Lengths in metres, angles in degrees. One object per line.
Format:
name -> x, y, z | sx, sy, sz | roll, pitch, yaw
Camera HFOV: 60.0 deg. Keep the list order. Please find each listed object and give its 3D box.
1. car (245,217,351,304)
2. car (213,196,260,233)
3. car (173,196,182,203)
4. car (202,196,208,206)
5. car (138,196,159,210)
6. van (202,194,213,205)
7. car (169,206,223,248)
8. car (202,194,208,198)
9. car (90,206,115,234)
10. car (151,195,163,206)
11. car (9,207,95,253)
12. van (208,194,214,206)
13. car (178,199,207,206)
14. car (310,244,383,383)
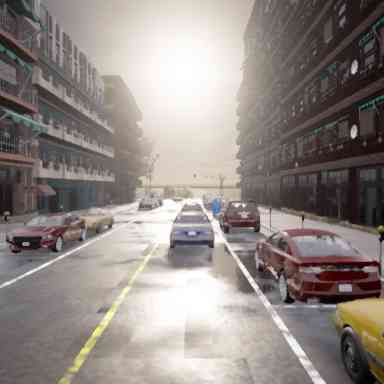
car -> 2.679, 1.539, 8.037 | 1.887, 1.381, 4.507 | -1, 0, 0
car -> 2.675, 1.304, 19.367 | 2.192, 1.841, 5.009 | -1, 0, 0
car -> -3.000, 1.450, 69.603 | 2.033, 1.411, 5.357 | 0, 0, 0
car -> 2.680, 1.521, 42.028 | 2.008, 1.369, 4.403 | -1, 0, 0
car -> -5.701, 1.514, 41.979 | 1.887, 1.381, 4.507 | -1, 0, 0
van -> 2.677, 1.287, 59.021 | 1.690, 1.788, 3.998 | -1, 0, 0
car -> 0.000, 1.556, 14.652 | 2.033, 1.411, 5.357 | 0, 0, 0
car -> 2.678, 1.403, 47.693 | 1.967, 1.590, 4.097 | -1, 0, 0
car -> -5.702, 1.514, 19.146 | 1.752, 1.417, 4.829 | -1, 0, 0
car -> -5.700, 1.513, 47.644 | 2.008, 1.369, 4.403 | -1, 0, 0
car -> -5.701, 1.537, 13.650 | 1.887, 1.381, 4.507 | -1, 0, 0
van -> 2.677, 1.322, 30.697 | 1.690, 1.788, 3.998 | -1, 0, 0
car -> 0.000, 1.555, 29.654 | 1.994, 1.385, 4.181 | 0, 0, 0
car -> 2.678, 1.521, 2.542 | 1.752, 1.417, 4.829 | -1, 0, 0
